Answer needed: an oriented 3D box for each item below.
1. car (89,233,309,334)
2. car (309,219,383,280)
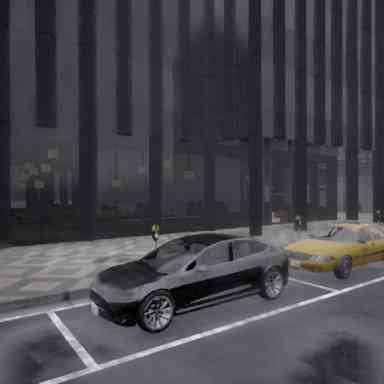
[{"bbox_3d":[0.161,1.564,6.769,4.313,1.339,1.947,0,0,-35],"label":"car"},{"bbox_3d":[4.617,1.524,9.947,4.829,1.417,1.752,0,0,-35],"label":"car"}]
